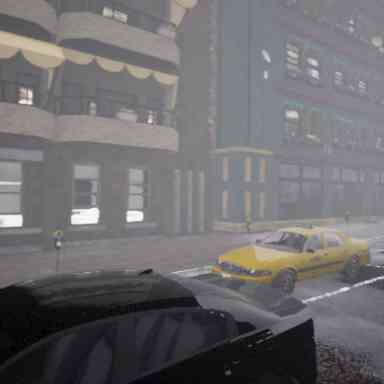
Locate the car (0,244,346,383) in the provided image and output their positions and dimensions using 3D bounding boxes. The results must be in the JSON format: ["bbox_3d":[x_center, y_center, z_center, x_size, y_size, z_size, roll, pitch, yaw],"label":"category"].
[{"bbox_3d":[-1.086,1.475,2.603,5.008,1.535,1.882,0,0,-35],"label":"car"}]

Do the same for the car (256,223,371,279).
[{"bbox_3d":[2.704,1.499,8.474,4.829,1.417,1.752,0,1,-35],"label":"car"}]
